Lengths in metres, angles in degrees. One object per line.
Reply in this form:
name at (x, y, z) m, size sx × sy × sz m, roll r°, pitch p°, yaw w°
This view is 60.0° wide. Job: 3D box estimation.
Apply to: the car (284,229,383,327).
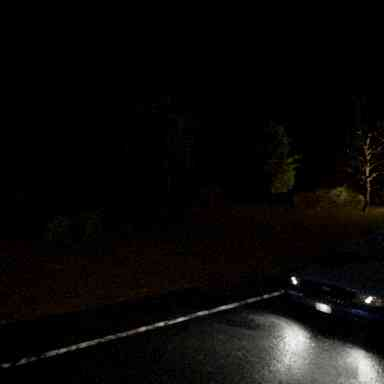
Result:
car at (4.361, 1.548, 7.101) m, size 5.357 × 1.411 × 2.033 m, roll 0°, pitch 0°, yaw -35°
